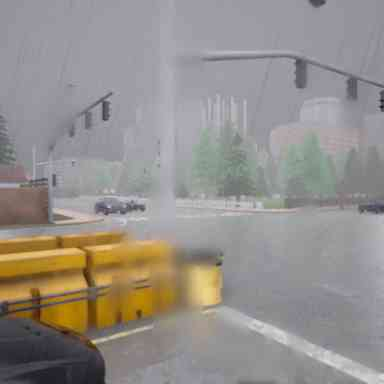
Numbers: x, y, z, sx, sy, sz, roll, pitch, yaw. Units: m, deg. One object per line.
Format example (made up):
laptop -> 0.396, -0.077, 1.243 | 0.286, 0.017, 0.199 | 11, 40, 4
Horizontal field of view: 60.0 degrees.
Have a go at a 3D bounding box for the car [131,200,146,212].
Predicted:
car -> -7.068, 1.593, 38.235 | 1.895, 1.301, 4.718 | 0, 0, -33

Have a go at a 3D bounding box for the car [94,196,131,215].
car -> -8.298, 1.346, 33.741 | 2.097, 1.767, 4.553 | 0, 0, -33

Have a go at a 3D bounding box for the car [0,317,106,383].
car -> -2.922, 1.478, 1.701 | 5.008, 1.535, 1.882 | 0, 0, -36

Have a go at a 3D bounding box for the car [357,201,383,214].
car -> 19.581, 1.582, 35.237 | 4.718, 1.301, 1.895 | 0, 0, -34
